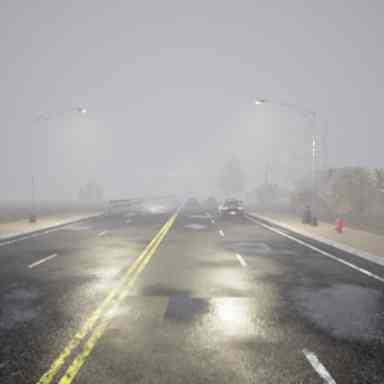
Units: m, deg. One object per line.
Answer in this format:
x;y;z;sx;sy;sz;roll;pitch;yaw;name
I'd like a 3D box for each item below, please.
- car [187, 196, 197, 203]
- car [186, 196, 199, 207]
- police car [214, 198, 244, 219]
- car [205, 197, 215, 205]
-0.010;1.542;66.471;1.895;1.301;4.718;0;0;0;car
0.093;1.528;50.008;2.033;1.411;5.357;0;0;0;car
3.279;1.493;28.882;2.038;1.542;4.974;0;0;1;police car
3.245;1.505;57.398;1.812;1.442;4.674;0;0;0;car
